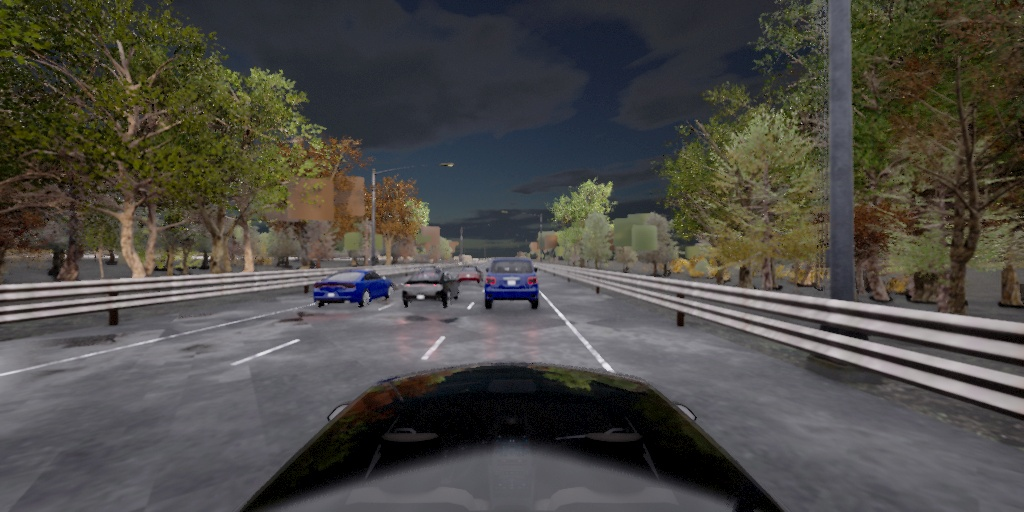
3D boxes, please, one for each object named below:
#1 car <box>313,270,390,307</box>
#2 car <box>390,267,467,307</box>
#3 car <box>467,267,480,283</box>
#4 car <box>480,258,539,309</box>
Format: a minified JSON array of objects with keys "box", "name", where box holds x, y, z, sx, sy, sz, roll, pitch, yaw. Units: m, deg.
[{"box":[-7.013,1.369,16.373,1.882,1.535,5.008,0,0,0],"name":"car"},{"box":[-3.514,1.382,16.207,2.128,1.511,4.902,0,0,0],"name":"car"},{"box":[-3.577,1.596,31.223,1.994,1.385,4.181,0,0,0],"name":"car"},{"box":[-0.017,1.103,15.934,2.150,2.045,5.566,0,0,0],"name":"car"}]
